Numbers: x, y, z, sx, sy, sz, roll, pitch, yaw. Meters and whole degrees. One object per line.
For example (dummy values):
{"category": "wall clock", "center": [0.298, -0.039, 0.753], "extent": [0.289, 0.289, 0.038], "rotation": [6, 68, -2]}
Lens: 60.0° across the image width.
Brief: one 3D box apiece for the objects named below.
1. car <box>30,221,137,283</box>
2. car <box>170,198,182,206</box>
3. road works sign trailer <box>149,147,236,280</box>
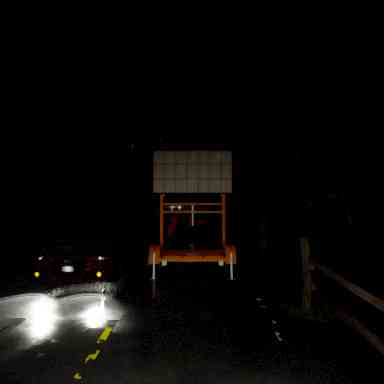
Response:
{"category": "car", "center": [-2.827, 1.562, 9.561], "extent": [1.994, 1.385, 4.181], "rotation": [0, 0, 0]}
{"category": "car", "center": [-2.629, 1.633, 55.439], "extent": [2.033, 1.411, 5.357], "rotation": [0, 0, 0]}
{"category": "road works sign trailer", "center": [0.021, 0.463, 9.901], "extent": [2.380, 3.560, 2.880], "rotation": [0, 0, 0]}
